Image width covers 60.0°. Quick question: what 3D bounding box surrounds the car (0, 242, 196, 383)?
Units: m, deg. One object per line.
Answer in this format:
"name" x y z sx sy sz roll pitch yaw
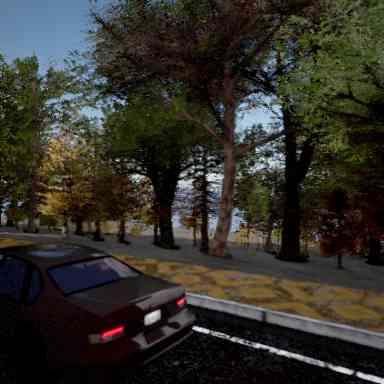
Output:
"car" -2.526 1.570 5.457 5.357 1.411 2.033 0 0 35
